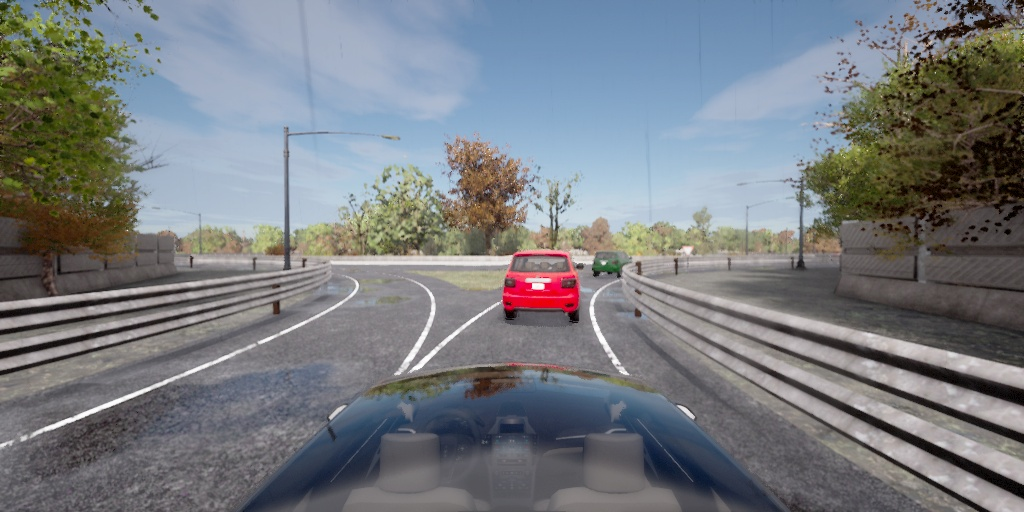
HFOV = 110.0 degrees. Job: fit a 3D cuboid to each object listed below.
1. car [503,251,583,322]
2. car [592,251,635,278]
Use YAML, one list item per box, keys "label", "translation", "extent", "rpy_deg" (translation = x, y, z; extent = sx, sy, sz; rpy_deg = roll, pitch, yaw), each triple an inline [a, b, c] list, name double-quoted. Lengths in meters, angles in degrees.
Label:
- label: "car"
  translation: [1.169, 0.840, 11.933]
  extent: [2.150, 2.045, 5.566]
  rpy_deg: [0, 1, 11]
- label: "car"
  translation: [8.272, 0.618, 28.908]
  extent: [2.150, 2.045, 5.566]
  rpy_deg: [0, 1, 33]
